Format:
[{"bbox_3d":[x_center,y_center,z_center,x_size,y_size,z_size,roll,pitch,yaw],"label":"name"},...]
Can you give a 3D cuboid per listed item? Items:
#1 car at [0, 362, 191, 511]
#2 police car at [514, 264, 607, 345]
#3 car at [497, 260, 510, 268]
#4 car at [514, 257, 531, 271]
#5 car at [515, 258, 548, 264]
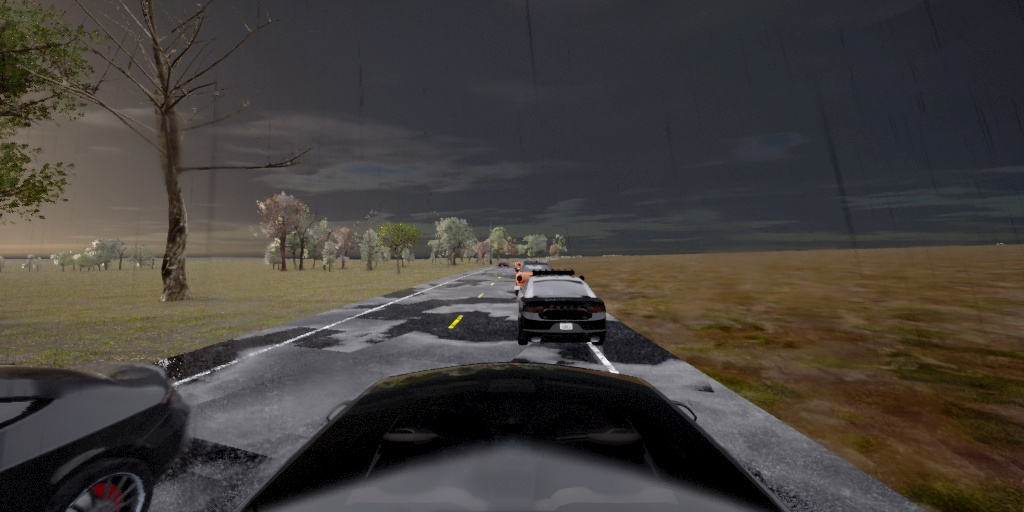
[{"bbox_3d":[-3.471,1.276,0.964,1.812,1.442,4.674,0,0,0],"label":"car"},{"bbox_3d":[1.088,1.175,9.609,1.930,1.638,5.238,0,0,1],"label":"police car"},{"bbox_3d":[-1.387,1.335,60.422,1.895,1.301,4.718,0,0,4],"label":"car"},{"bbox_3d":[1.530,1.092,50.749,2.097,1.767,4.553,0,0,4],"label":"car"},{"bbox_3d":[1.244,1.101,19.434,2.097,1.767,4.553,0,0,1],"label":"car"}]
